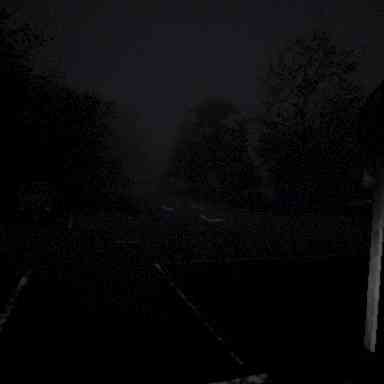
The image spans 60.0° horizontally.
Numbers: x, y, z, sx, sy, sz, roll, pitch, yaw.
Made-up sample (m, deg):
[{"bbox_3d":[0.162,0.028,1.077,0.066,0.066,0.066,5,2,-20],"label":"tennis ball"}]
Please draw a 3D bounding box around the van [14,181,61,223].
[{"bbox_3d":[-7.699,0.422,16.895,1.878,1.987,4.442,1,2,-18],"label":"van"}]

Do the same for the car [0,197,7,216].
[{"bbox_3d":[-10.451,0.584,16.303,1.946,1.575,5.366,1,2,-18],"label":"car"}]

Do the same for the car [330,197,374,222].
[{"bbox_3d":[11.976,1.260,23.583,2.002,1.452,4.674,2,2,-18],"label":"car"}]
